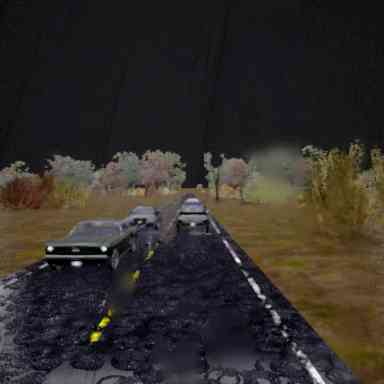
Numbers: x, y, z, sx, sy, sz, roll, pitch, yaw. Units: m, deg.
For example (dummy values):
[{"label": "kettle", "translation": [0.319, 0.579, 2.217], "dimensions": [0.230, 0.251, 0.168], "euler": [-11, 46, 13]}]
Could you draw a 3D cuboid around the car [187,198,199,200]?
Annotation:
[{"label": "car", "translation": [0.091, 1.464, 40.248], "dimensions": [1.882, 1.535, 5.008], "euler": [0, 0, 0]}]

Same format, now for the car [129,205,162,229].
[{"label": "car", "translation": [-3.001, 1.563, 21.310], "dimensions": [1.994, 1.385, 4.181], "euler": [0, 0, 0]}]

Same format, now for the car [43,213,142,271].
[{"label": "car", "translation": [-3.065, 1.602, 11.049], "dimensions": [1.895, 1.301, 4.718], "euler": [0, 0, 0]}]

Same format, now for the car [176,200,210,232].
[{"label": "car", "translation": [0.063, 1.492, 19.997], "dimensions": [2.128, 1.511, 4.902], "euler": [0, 0, 0]}]
